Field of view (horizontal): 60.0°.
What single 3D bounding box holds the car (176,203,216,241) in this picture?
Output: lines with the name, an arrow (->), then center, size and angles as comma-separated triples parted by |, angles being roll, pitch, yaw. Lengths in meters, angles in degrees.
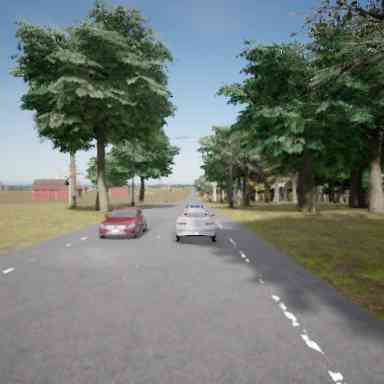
car -> 0.174, 1.509, 16.456 | 1.812, 1.442, 4.674 | 0, 0, 0

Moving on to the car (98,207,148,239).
car -> -3.425, 1.506, 17.262 | 1.812, 1.442, 4.674 | 0, 0, 0

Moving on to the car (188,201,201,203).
car -> 0.269, 1.634, 36.862 | 1.895, 1.301, 4.718 | 0, 0, 0
